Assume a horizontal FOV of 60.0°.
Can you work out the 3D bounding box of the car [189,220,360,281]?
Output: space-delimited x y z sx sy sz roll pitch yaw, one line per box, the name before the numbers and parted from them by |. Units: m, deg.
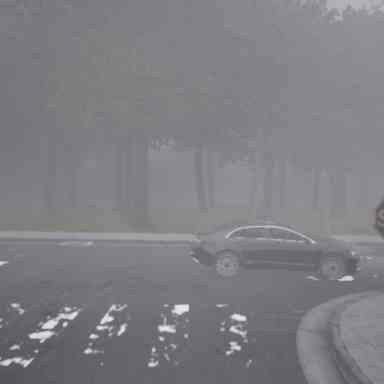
car | 2.370 1.628 9.913 4.902 1.511 2.128 1 1 0
